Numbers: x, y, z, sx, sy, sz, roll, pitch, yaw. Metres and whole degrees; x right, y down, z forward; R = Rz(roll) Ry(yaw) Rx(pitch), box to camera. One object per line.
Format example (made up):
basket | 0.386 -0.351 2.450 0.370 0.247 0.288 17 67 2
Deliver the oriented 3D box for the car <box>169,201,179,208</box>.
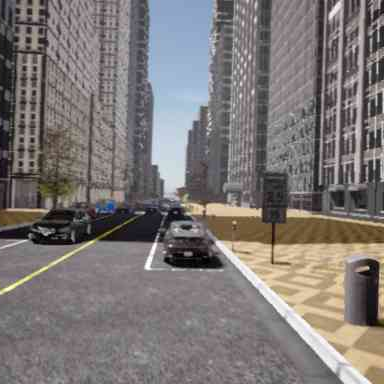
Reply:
car | -3.818 2.638 69.136 1.947 1.339 4.313 1 -1 -3

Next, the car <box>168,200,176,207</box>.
car | -4.911 2.771 81.640 1.812 1.442 4.674 2 -1 -3

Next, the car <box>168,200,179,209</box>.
car | -3.471 2.428 63.506 1.967 1.590 4.097 1 -1 -3

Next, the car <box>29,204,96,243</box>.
car | -6.400 1.591 16.679 1.837 1.490 4.892 2 -1 -3

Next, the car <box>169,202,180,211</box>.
car | -3.130 2.486 57.873 1.802 1.307 4.206 1 -1 -3

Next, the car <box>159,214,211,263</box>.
car | -0.249 1.782 12.831 2.008 1.369 4.403 1 -1 -3

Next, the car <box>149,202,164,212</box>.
car | -5.395 2.279 51.324 1.994 1.385 4.181 2 -1 -3

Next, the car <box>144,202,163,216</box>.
car | -4.663 2.093 39.919 2.033 1.411 5.357 2 -1 -3

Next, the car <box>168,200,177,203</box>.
car | -2.785 2.386 52.241 1.947 1.339 4.313 1 -1 -3

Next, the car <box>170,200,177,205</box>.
car | -5.193 2.950 91.663 1.887 1.381 4.507 1 -1 -3

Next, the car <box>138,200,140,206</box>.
car | -12.522 2.425 74.259 1.947 1.339 4.313 1 -1 -3

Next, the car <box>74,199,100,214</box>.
car | -9.768 1.627 29.220 1.967 1.590 4.097 1 -1 -3

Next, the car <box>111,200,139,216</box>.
car | -7.686 1.981 38.448 1.994 1.385 4.181 2 -1 -3

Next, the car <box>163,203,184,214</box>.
car | -1.754 2.133 35.347 1.947 1.339 4.313 1 -1 -3

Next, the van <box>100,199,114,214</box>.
van | -10.454 1.697 40.482 1.690 1.788 3.998 1 -1 -3
